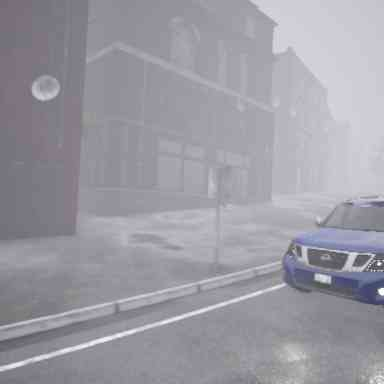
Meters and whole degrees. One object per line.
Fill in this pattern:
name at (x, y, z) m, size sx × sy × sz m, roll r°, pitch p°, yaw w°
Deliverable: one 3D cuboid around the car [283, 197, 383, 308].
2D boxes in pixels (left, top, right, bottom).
car at (4.420, 1.162, 7.796) m, size 5.566 × 2.045 × 2.150 m, roll -1°, pitch 1°, yaw -41°
